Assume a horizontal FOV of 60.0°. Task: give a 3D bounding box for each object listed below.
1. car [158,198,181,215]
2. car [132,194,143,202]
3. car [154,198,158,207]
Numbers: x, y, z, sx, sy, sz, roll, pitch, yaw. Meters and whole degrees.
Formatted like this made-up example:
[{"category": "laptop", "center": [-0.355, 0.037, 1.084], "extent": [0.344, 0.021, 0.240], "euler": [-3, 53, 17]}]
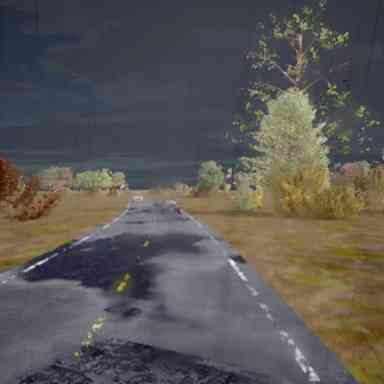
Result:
[{"category": "car", "center": [-2.188, 1.431, 33.108], "extent": [1.812, 1.442, 4.674], "euler": [0, 0, -8]}, {"category": "car", "center": [-11.214, 1.175, 68.849], "extent": [2.097, 1.767, 4.553], "euler": [0, 0, -10]}, {"category": "car", "center": [-4.376, 1.469, 47.403], "extent": [1.895, 1.301, 4.718], "euler": [0, 0, -10]}]
